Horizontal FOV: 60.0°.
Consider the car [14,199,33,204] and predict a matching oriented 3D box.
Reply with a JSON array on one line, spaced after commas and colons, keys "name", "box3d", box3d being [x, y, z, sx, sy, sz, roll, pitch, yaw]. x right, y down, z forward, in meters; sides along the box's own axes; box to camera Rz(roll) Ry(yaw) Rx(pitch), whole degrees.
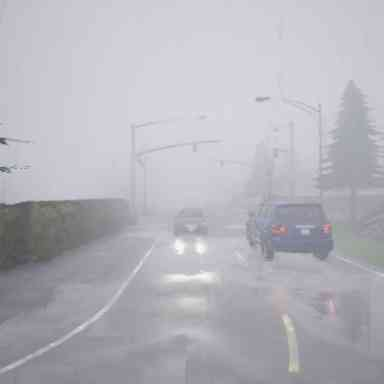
[{"name": "car", "box3d": [-29.168, 2.345, 56.303, 1.845, 1.501, 3.633, -1, -1, 0]}]

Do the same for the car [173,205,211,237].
[{"name": "car", "box3d": [-0.020, 1.750, 19.852, 2.128, 1.511, 4.902, -1, -1, 0]}]

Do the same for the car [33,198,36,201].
[{"name": "car", "box3d": [-35.549, 2.400, 74.489, 1.905, 1.878, 3.866, -1, -1, 0]}]

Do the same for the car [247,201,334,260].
[{"name": "car", "box3d": [3.575, 1.358, 13.103, 2.150, 2.045, 5.566, -1, 0, 0]}]

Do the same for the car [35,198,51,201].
[{"name": "car", "box3d": [-32.640, 2.395, 74.880, 1.932, 1.855, 4.605, -1, -1, 0]}]

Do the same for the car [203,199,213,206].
[{"name": "car", "box3d": [3.404, 2.366, 72.790, 1.812, 1.442, 4.674, -1, -1, 0]}]

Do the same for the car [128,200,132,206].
[{"name": "car", "box3d": [-14.056, 2.473, 74.601, 1.845, 1.501, 3.633, -1, -1, 0]}]

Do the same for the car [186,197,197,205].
[{"name": "car", "box3d": [-0.089, 2.102, 68.649, 2.150, 2.045, 5.566, -1, -1, 0]}]
